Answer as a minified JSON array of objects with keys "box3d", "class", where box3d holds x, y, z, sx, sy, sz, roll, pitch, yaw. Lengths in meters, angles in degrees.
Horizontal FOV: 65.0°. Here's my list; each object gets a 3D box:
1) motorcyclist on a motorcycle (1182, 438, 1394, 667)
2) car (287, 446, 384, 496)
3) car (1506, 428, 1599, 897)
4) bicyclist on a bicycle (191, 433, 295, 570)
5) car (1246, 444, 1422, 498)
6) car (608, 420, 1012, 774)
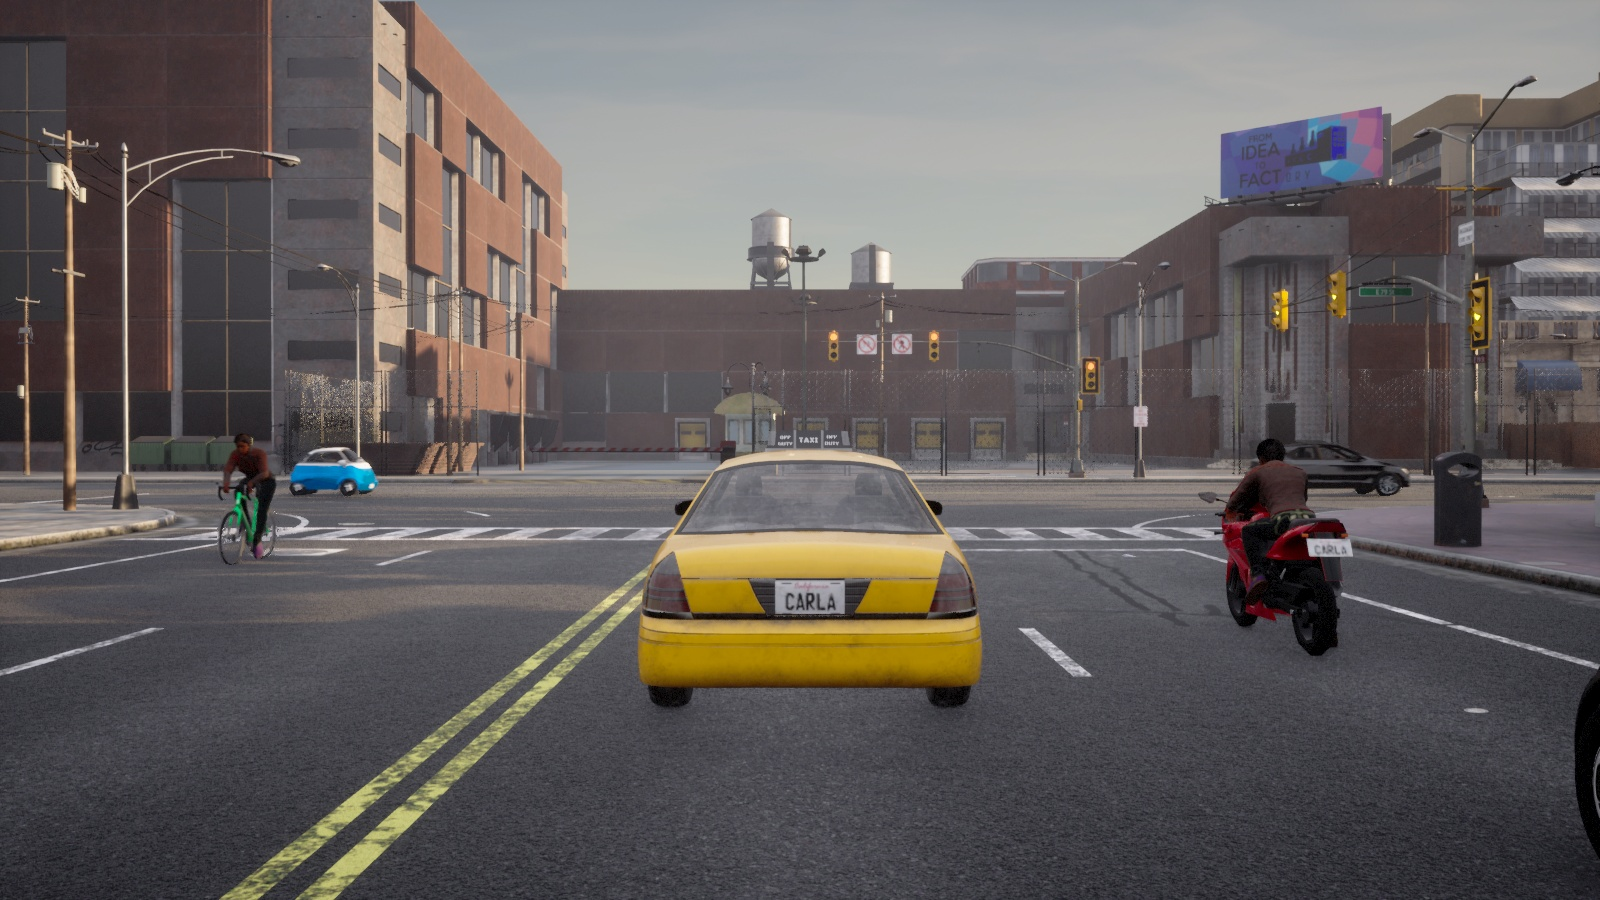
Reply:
[{"box3d":[3.563,0.678,9.397,0.797,1.523,2.044,0,0,0],"class":"motorcyclist on a motorcycle"},{"box3d":[-13.221,0.588,35.823,2.207,1.376,1.481,0,0,1],"class":"car"},{"box3d":[3.526,0.712,2.849,1.789,1.549,3.705,0,0,1],"class":"car"},{"box3d":[-6.962,0.605,15.778,0.582,1.620,1.656,0,1,-1],"class":"bicyclist on a bicycle"},{"box3d":[14.974,0.572,35.378,4.193,1.474,1.816,0,0,2],"class":"car"},{"box3d":[0.057,0.639,8.274,1.801,1.575,5.366,0,0,0],"class":"car"}]
